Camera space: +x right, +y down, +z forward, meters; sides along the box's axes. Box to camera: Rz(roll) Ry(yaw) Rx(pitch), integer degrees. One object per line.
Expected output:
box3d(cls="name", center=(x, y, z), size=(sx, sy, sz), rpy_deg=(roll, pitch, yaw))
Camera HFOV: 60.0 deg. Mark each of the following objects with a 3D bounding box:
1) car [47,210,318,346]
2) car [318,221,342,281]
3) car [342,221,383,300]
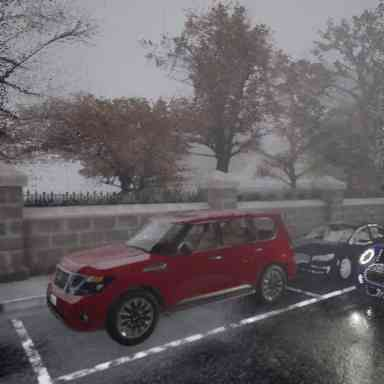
box3d(cls="car", center=(-0.054, 1.316, 6.528), size=(5.009, 1.841, 2.192), rpy_deg=(0, 0, -36))
box3d(cls="car", center=(4.452, 1.552, 9.742), size=(4.403, 1.369, 2.008), rpy_deg=(0, 0, -36))
box3d(cls="car", center=(5.646, 1.353, 7.408), size=(4.553, 1.767, 2.097), rpy_deg=(0, 0, -36))
